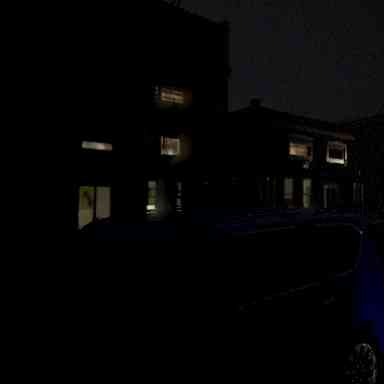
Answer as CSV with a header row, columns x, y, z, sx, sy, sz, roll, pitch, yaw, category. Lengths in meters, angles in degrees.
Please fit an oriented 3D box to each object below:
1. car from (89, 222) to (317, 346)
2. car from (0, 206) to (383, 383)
x,y,z,sx,sy,sz,roll,pitch,yaw,category
0.412,1.530,6.930,4.507,1.381,1.887,0,1,-35,car
-0.232,1.216,3.204,5.566,2.045,2.150,0,0,-35,car
